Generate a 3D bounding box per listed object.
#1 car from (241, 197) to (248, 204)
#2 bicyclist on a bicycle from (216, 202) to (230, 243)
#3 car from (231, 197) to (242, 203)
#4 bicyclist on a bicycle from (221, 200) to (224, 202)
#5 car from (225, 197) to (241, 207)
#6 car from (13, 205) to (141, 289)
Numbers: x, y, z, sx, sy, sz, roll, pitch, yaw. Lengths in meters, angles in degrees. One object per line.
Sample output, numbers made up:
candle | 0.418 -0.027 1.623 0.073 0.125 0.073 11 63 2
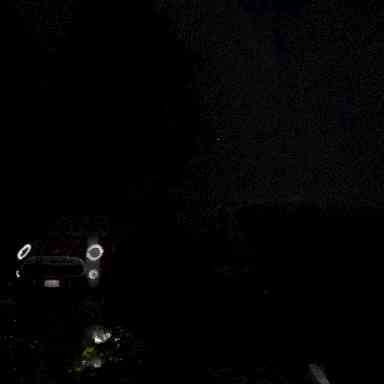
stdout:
car | 11.147 1.849 72.814 2.033 1.411 5.357 0 -1 17
bicyclist on a bicycle | 1.355 1.394 14.301 0.582 1.620 1.656 0 0 3
car | 10.985 1.893 81.982 1.882 1.535 5.008 0 -1 19
bicyclist on a bicycle | 2.082 1.383 23.086 0.866 1.612 1.509 0 0 5
car | 6.472 1.597 54.716 1.837 1.490 4.892 0 0 13
car | -2.820 1.302 9.156 2.097 1.767 4.553 0 0 3
